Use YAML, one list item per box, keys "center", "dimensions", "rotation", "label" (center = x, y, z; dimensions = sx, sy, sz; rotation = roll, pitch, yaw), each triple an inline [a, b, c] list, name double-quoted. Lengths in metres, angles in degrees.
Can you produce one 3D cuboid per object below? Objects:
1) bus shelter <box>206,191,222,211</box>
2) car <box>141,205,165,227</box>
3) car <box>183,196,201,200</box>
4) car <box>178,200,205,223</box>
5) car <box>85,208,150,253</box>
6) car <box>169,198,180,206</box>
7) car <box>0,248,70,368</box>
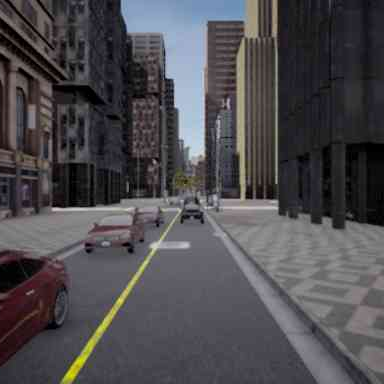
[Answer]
- center: [3.043, 1.186, 46.378]
  dimensions: [1.920, 2.740, 3.880]
  rotation: [0, 0, 0]
  label: "bus shelter"
- center: [-3.094, 1.701, 24.583]
  dimensions: [1.812, 1.442, 4.674]
  rotation: [0, 0, 1]
  label: "car"
- center: [-0.019, 1.527, 44.612]
  dimensions: [2.150, 2.045, 5.566]
  rotation: [0, 0, 0]
  label: "car"
- center: [0.010, 1.696, 27.402]
  dimensions: [1.837, 1.490, 4.892]
  rotation: [0, 0, 0]
  label: "car"
- center: [-3.115, 1.631, 14.348]
  dimensions: [1.812, 1.442, 4.674]
  rotation: [0, 0, 0]
  label: "car"
- center: [-3.150, 1.944, 62.681]
  dimensions: [1.812, 1.442, 4.674]
  rotation: [0, 0, 0]
  label: "car"
- center: [-3.103, 1.561, 4.332]
  dimensions: [1.812, 1.442, 4.674]
  rotation: [0, 0, 0]
  label: "car"
